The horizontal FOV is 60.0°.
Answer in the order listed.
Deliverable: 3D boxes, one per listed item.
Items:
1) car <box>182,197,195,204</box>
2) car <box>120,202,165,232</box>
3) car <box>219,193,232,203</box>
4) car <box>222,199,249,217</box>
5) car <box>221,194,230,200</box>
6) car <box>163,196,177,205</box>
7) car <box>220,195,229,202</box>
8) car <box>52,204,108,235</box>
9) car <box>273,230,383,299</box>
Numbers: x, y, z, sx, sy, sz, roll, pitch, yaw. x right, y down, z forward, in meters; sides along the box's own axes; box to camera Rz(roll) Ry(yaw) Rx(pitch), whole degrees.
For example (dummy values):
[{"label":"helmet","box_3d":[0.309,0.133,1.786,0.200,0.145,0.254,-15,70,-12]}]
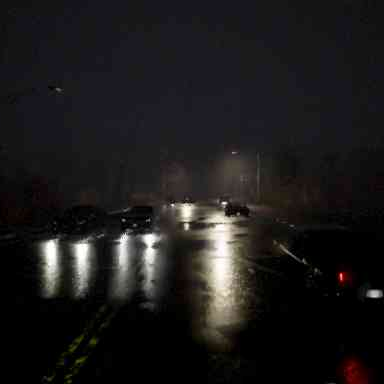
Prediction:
[{"label":"car","box_3d":[-0.604,1.520,60.733,1.994,1.385,4.181,0,0,6]},{"label":"car","box_3d":[-3.014,1.522,20.290,1.812,1.442,4.674,0,0,2]},{"label":"car","box_3d":[6.452,1.378,66.226,2.033,1.649,4.856,0,0,5]},{"label":"car","box_3d":[4.076,1.594,30.706,1.895,1.301,4.718,0,0,3]},{"label":"car","box_3d":[8.869,1.387,87.940,2.128,1.511,4.902,0,0,7]},{"label":"car","box_3d":[-3.931,1.463,60.008,1.837,1.490,4.892,0,0,5]},{"label":"car","box_3d":[7.577,1.400,77.092,1.882,1.535,5.008,0,0,6]},{"label":"car","box_3d":[-6.295,1.473,19.216,1.882,1.535,5.008,0,0,2]},{"label":"car","box_3d":[3.427,1.603,8.408,1.895,1.301,4.718,0,0,1]}]
